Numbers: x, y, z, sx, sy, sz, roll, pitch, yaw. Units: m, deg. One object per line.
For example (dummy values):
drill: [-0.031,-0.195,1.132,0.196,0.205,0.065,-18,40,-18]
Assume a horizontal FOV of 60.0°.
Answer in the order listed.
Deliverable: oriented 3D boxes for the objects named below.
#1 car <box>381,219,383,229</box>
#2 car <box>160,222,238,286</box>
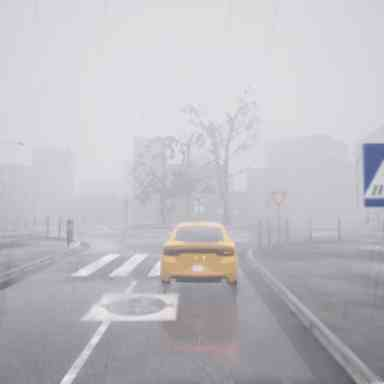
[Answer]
car: [17.827,2.450,27.313,4.181,1.385,1.994,-1,-3,-8]
car: [0.251,1.612,9.851,1.882,1.535,5.008,0,-2,3]
